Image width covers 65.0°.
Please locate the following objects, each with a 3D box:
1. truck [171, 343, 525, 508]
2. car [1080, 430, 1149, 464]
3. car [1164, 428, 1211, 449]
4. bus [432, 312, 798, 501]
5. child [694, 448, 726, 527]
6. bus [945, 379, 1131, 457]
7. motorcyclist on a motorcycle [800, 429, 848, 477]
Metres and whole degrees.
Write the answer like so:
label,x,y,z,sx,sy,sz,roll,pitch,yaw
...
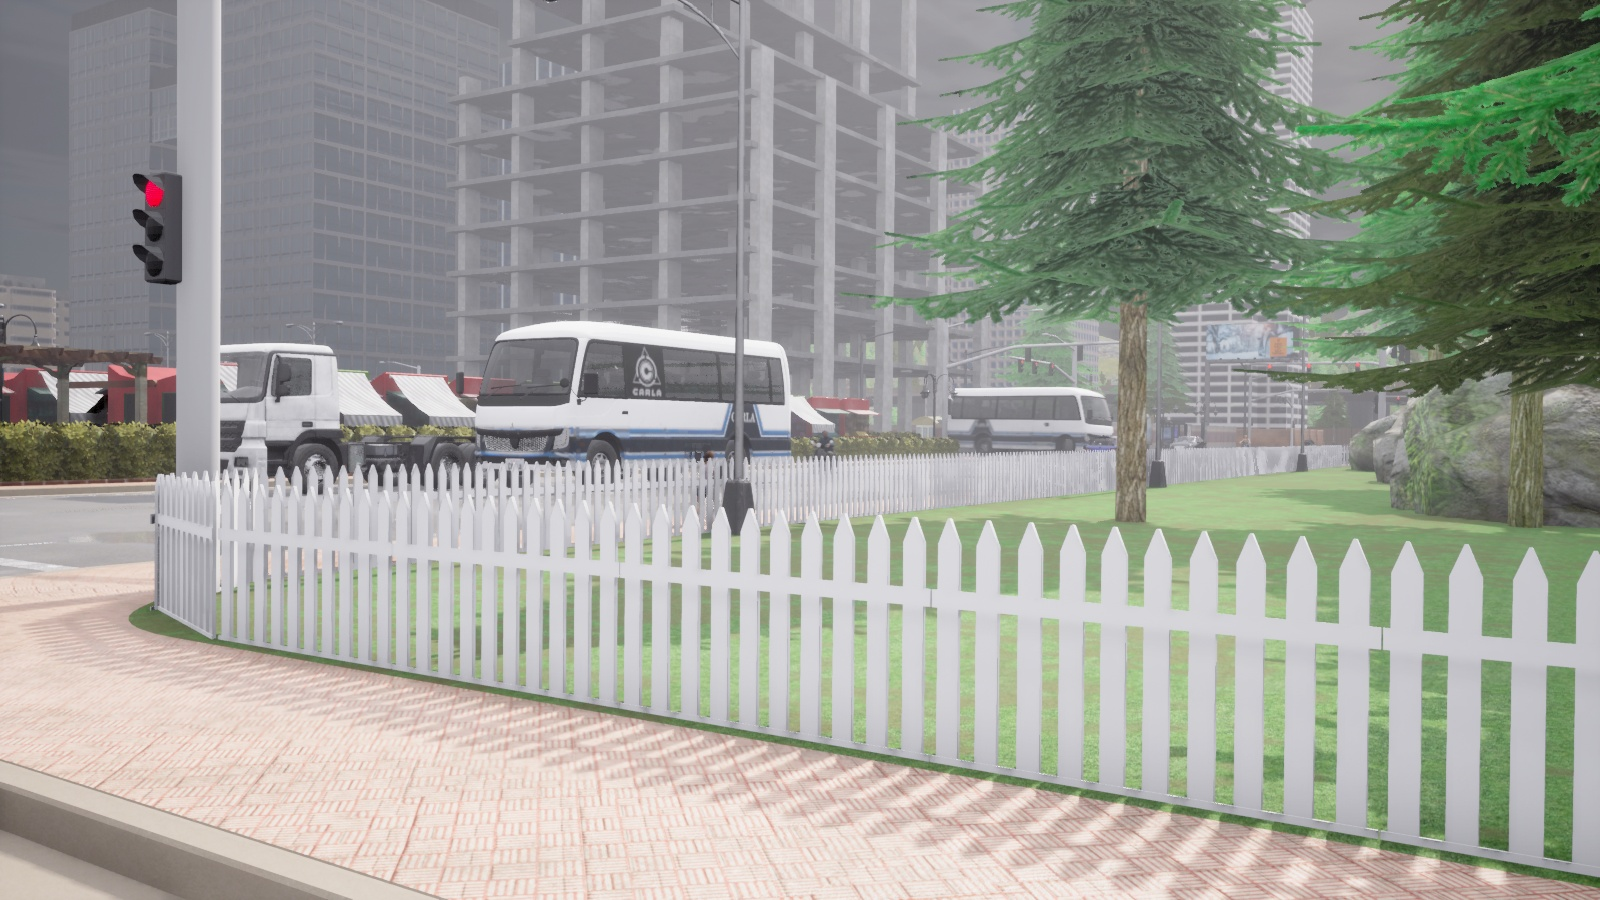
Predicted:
label,x,y,z,sx,sy,sz,roll,pitch,yaw
truck,-10.611,-0.571,30.501,2.891,3.462,7.936,0,1,32
car,14.279,-0.162,56.946,1.816,1.474,4.193,0,1,32
car,28.794,-0.845,93.194,2.128,1.511,4.902,0,1,32
bus,-4.467,-1.065,33.699,3.944,4.253,10.273,0,1,32
child,-1.296,0.535,18.080,0.255,1.110,0.394,0,1,32
bus,13.933,-1.824,74.345,10.273,4.253,3.944,1,-1,44
motorcyclist on a motorcycle,0.820,0.098,42.420,0.866,1.590,1.817,0,1,29
